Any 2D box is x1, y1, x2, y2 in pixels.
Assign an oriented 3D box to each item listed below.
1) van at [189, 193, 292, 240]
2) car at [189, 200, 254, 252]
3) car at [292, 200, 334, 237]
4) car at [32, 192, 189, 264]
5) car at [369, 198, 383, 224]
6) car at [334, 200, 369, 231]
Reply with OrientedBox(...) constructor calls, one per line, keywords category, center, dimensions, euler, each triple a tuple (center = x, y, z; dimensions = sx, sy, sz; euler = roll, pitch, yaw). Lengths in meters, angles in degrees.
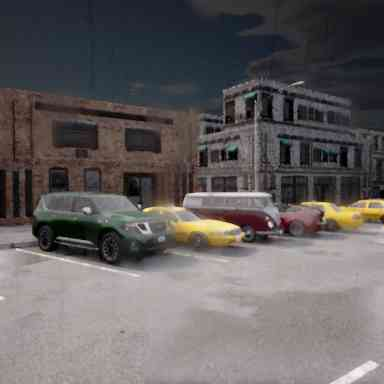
OrientedBox(category="van", center=(1.750, 1.017, 14.560), dimensions=(4.442, 1.987, 1.878), euler=(0, 0, 35))
OrientedBox(category="car", center=(-0.606, 1.253, 12.843), dimensions=(5.366, 1.575, 1.946), euler=(0, 0, 35))
OrientedBox(category="car", center=(4.035, 1.260, 16.315), dimensions=(4.792, 1.488, 2.163), euler=(0, 1, 35))
OrientedBox(category="car", center=(-3.144, 1.019, 11.253), dimensions=(5.566, 2.045, 2.435), euler=(0, 0, 35))
OrientedBox(category="car", center=(11.138, 1.190, 21.417), dimensions=(5.366, 1.575, 1.946), euler=(0, 1, 35))
OrientedBox(category="car", center=(6.320, 1.215, 18.080), dimensions=(5.366, 1.575, 1.946), euler=(0, 1, 35))
